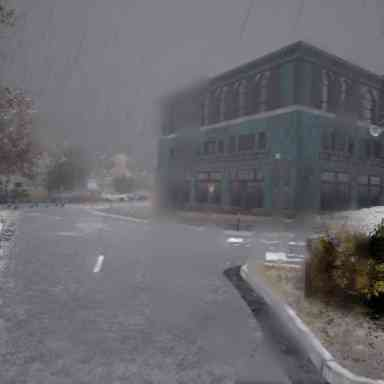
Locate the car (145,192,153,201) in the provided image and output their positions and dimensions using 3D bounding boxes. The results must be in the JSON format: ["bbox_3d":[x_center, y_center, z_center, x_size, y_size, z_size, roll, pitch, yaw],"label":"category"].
[{"bbox_3d":[-12.345,0.943,75.643,5.566,2.045,2.435,1,1,2],"label":"car"}]

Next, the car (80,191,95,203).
[{"bbox_3d":[-20.058,0.800,56.313,5.566,2.045,2.435,1,0,1],"label":"car"}]

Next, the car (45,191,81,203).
[{"bbox_3d":[-21.089,1.014,53.535,4.892,1.521,2.231,1,0,1],"label":"car"}]

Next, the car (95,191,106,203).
[{"bbox_3d":[-18.932,0.840,59.096,5.566,2.045,2.435,1,-1,1],"label":"car"}]

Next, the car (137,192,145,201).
[{"bbox_3d":[-13.486,1.230,72.897,4.792,1.488,2.163,1,1,2],"label":"car"}]

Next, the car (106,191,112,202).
[{"bbox_3d":[-17.916,1.003,61.860,4.553,1.767,2.185,1,-1,1],"label":"car"}]

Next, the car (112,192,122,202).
[{"bbox_3d":[-16.986,1.155,64.618,5.366,1.575,1.946,1,0,1],"label":"car"}]

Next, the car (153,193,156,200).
[{"bbox_3d":[-11.177,1.179,78.398,4.892,1.521,2.231,1,0,3],"label":"car"}]

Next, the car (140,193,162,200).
[{"bbox_3d":[-10.007,1.151,81.127,5.008,1.535,2.097,1,1,3],"label":"car"}]

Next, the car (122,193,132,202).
[{"bbox_3d":[-15.662,0.934,67.391,5.566,2.045,2.435,1,0,2],"label":"car"}]

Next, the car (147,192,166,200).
[{"bbox_3d":[-8.869,0.993,83.866,4.553,1.767,2.185,1,1,3],"label":"car"}]

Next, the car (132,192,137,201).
[{"bbox_3d":[-14.549,1.073,70.144,4.553,1.767,2.185,1,0,2],"label":"car"}]
